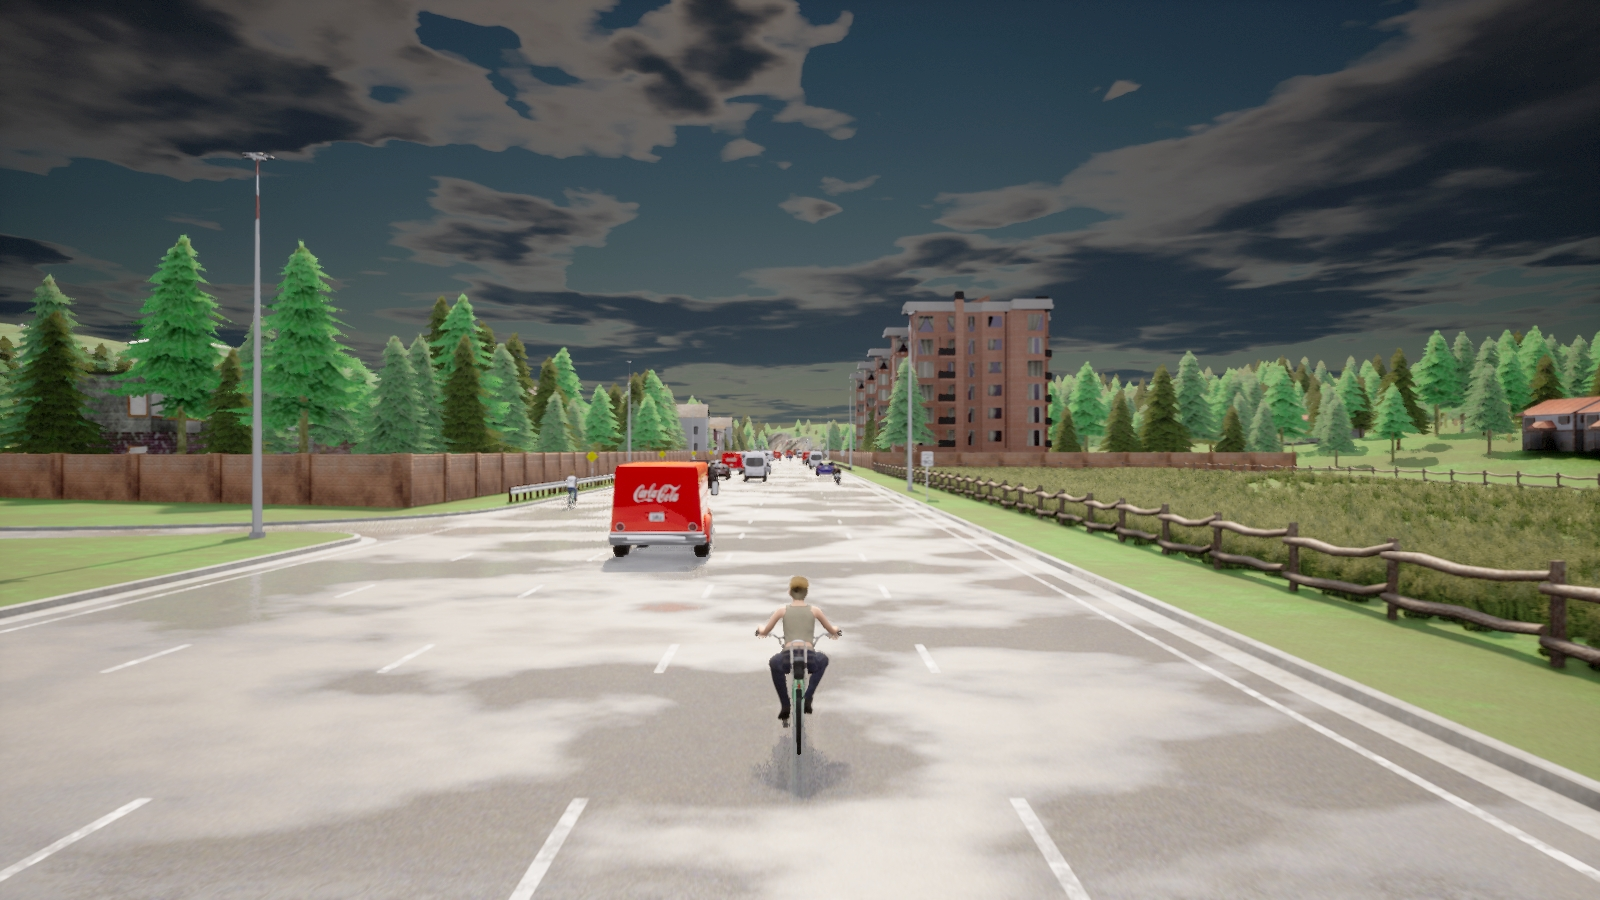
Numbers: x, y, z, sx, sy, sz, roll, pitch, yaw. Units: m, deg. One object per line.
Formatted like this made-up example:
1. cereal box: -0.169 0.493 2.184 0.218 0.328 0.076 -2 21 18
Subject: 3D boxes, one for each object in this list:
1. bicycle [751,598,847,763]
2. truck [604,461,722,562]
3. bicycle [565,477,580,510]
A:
1. bicycle: -0.013 2.158 10.949 0.859 1.276 1.487 0 0 -1
2. truck: -3.619 1.570 31.277 2.627 2.467 5.204 0 0 0
3. bicycle: -10.790 2.056 54.229 0.373 1.496 1.643 0 0 1
